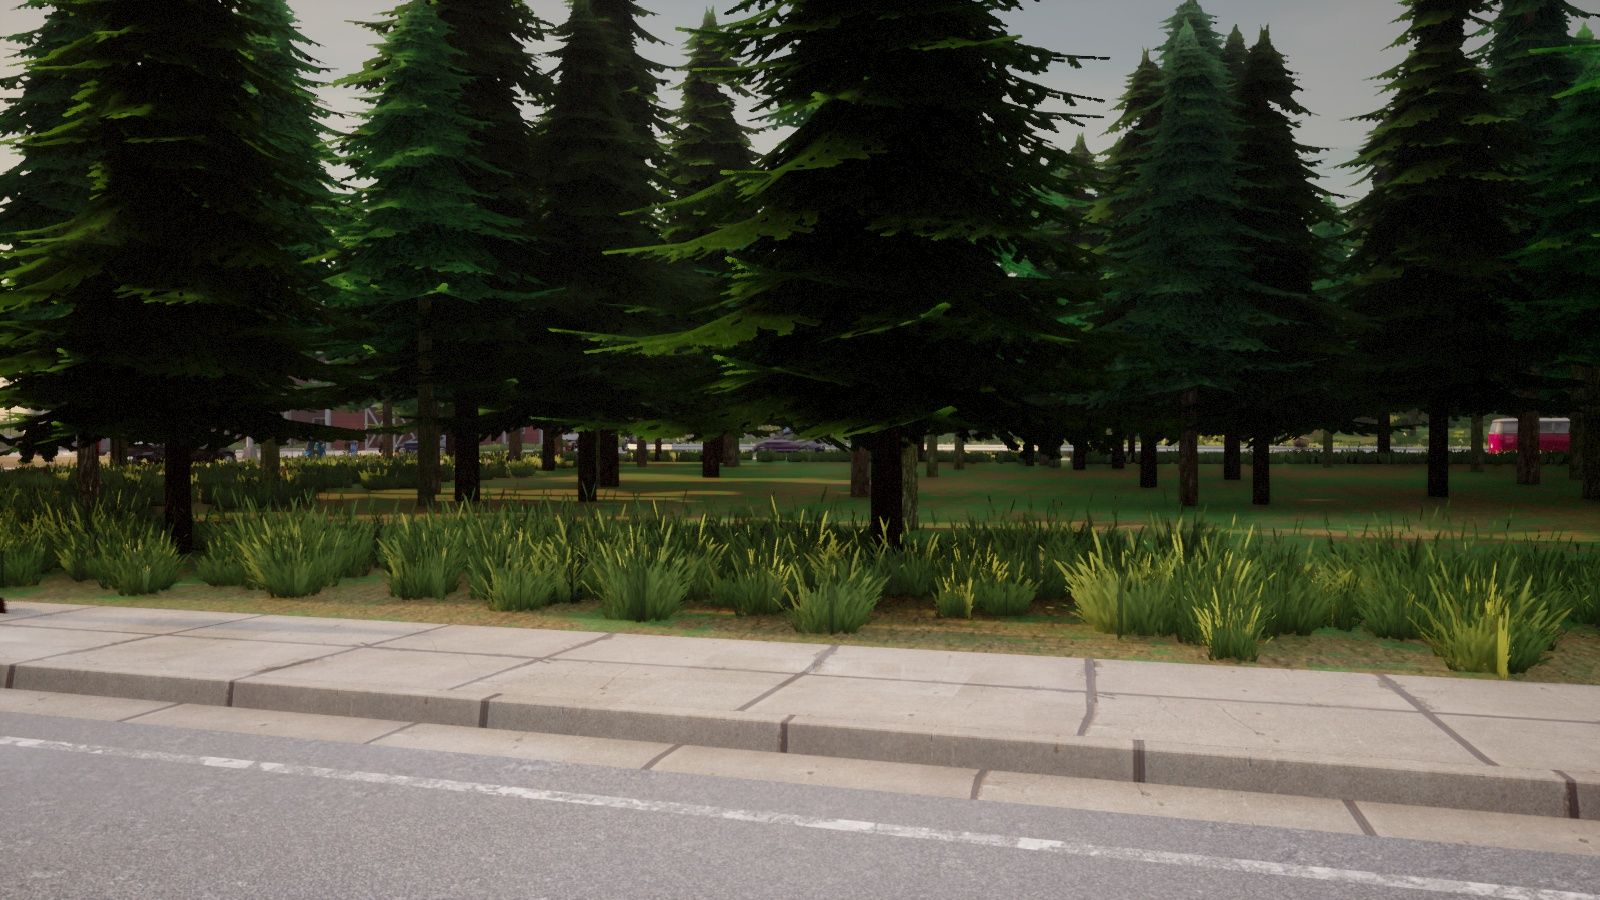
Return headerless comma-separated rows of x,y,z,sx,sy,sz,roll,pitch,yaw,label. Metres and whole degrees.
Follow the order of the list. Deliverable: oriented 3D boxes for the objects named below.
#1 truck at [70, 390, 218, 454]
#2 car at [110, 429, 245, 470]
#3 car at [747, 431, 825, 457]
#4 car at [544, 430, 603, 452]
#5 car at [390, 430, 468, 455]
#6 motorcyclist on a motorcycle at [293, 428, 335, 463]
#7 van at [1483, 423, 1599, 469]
-40.800,-1.746,78.091,8.468,3.827,2.891,0,1,16,truck
-24.790,-0.066,50.212,1.882,1.535,5.008,1,1,17,car
-0.793,-0.342,73.638,4.193,1.474,1.816,1,1,18,car
-16.113,-0.642,89.604,2.163,1.488,4.792,1,1,17,car
-22.559,-0.461,76.404,4.193,1.474,1.816,1,1,16,car
-22.386,-0.204,57.883,0.866,1.590,1.817,1,1,17,motorcyclist on a motorcycle
33.020,-0.189,55.749,4.442,1.987,1.775,1,1,19,van
